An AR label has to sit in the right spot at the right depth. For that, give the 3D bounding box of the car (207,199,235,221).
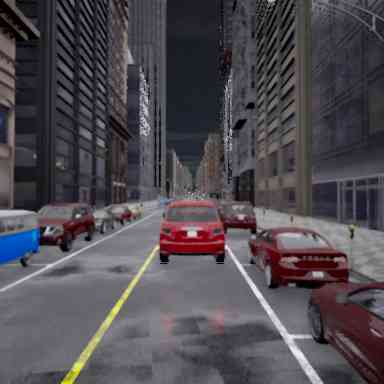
[{"bbox_3d":[2.690,1.624,31.805,2.192,1.841,5.009,1,-1,0],"label":"car"}]

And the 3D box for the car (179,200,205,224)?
[{"bbox_3d":[0.031,1.628,28.440,2.097,1.767,4.553,0,-1,1],"label":"car"}]

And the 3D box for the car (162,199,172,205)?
[{"bbox_3d":[-5.824,2.296,76.805,1.947,1.339,4.313,1,-1,0],"label":"car"}]

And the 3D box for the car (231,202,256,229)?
[{"bbox_3d":[2.686,1.517,20.557,2.192,1.841,5.009,1,-1,0],"label":"car"}]

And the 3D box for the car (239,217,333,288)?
[{"bbox_3d":[2.680,1.637,9.306,1.887,1.381,4.507,1,-1,0],"label":"car"}]

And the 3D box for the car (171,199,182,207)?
[{"bbox_3d":[-3.003,2.177,64.609,1.994,1.385,4.181,0,-1,1],"label":"car"}]

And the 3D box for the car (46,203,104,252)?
[{"bbox_3d":[-5.841,1.463,14.939,2.192,1.841,5.009,1,-1,0],"label":"car"}]

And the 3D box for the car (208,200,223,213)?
[{"bbox_3d":[3.161,1.941,45.543,1.837,1.490,4.892,0,-1,0],"label":"car"}]

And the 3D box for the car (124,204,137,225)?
[{"bbox_3d":[-5.840,1.800,26.185,1.887,1.381,4.507,1,-1,0],"label":"car"}]

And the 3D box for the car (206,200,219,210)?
[{"bbox_3d":[3.163,2.006,52.543,1.837,1.490,4.892,0,-1,0],"label":"car"}]

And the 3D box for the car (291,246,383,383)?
[{"bbox_3d":[2.678,1.620,3.681,1.802,1.307,4.206,1,-1,0],"label":"car"}]

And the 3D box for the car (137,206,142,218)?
[{"bbox_3d":[-5.838,1.832,31.640,1.752,1.417,4.829,1,-1,0],"label":"car"}]

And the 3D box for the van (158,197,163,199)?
[{"bbox_3d":[-5.825,1.965,65.559,1.690,1.788,3.998,1,-1,0],"label":"van"}]

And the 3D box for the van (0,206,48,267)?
[{"bbox_3d":[-5.843,1.434,9.314,1.690,1.788,3.998,1,-1,0],"label":"van"}]

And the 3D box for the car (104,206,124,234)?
[{"bbox_3d":[-5.842,1.753,20.561,2.008,1.369,4.403,1,-1,0],"label":"car"}]

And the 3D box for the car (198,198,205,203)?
[{"bbox_3d":[2.707,2.435,93.669,1.887,1.381,4.507,1,-1,0],"label":"car"}]

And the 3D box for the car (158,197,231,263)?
[{"bbox_3d":[0.015,1.350,12.597,2.150,2.045,5.566,0,0,0],"label":"car"}]
